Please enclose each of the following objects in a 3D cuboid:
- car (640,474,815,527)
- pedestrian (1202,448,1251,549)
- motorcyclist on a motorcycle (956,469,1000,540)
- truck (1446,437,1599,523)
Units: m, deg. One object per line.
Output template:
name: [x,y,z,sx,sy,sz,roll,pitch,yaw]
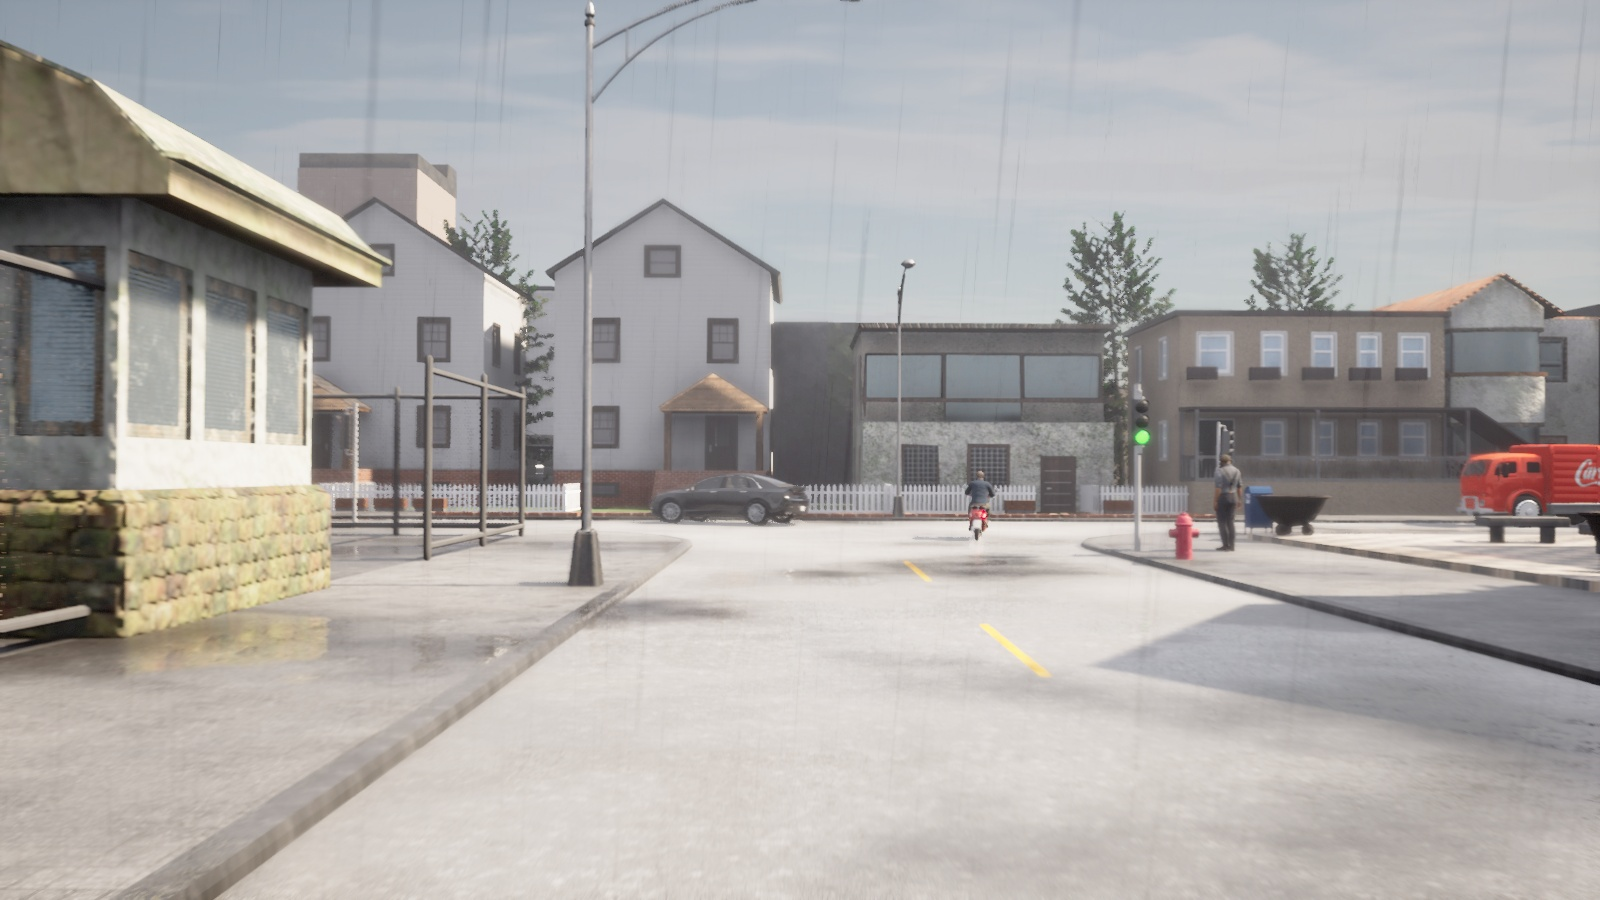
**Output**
car: [-2.156,1.474,37.329,4.892,1.490,1.837,-1,-2,24]
pedestrian: [7.984,0.895,23.506,0.540,1.848,0.694,0,-1,-18]
motorcyclist on a motorcycle: [4.220,1.264,29.655,0.866,1.590,1.817,2,-1,11]
truck: [22.803,0.893,37.925,5.204,2.467,2.627,0,-1,-1]
